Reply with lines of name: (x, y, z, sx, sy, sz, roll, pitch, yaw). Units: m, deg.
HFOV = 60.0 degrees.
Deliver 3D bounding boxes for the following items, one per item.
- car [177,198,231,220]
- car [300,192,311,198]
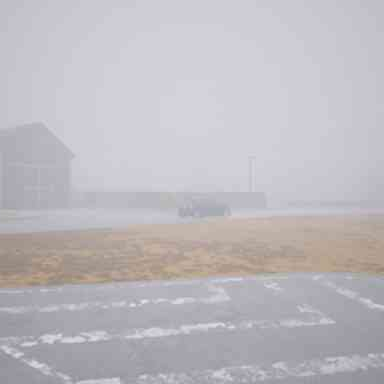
car: (1.088, 1.266, 27.664, 4.553, 1.767, 2.097, 1, 0, -38)
car: (29.663, 1.531, 87.110, 2.242, 1.667, 4.611, 0, 0, 35)
